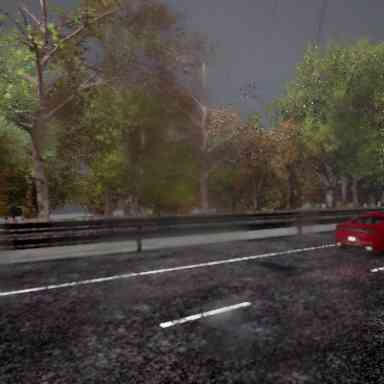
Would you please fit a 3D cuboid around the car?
[{"bbox_3d":[8.024,1.627,13.948,5.008,1.535,1.882,0,0,-36],"label":"car"}]
